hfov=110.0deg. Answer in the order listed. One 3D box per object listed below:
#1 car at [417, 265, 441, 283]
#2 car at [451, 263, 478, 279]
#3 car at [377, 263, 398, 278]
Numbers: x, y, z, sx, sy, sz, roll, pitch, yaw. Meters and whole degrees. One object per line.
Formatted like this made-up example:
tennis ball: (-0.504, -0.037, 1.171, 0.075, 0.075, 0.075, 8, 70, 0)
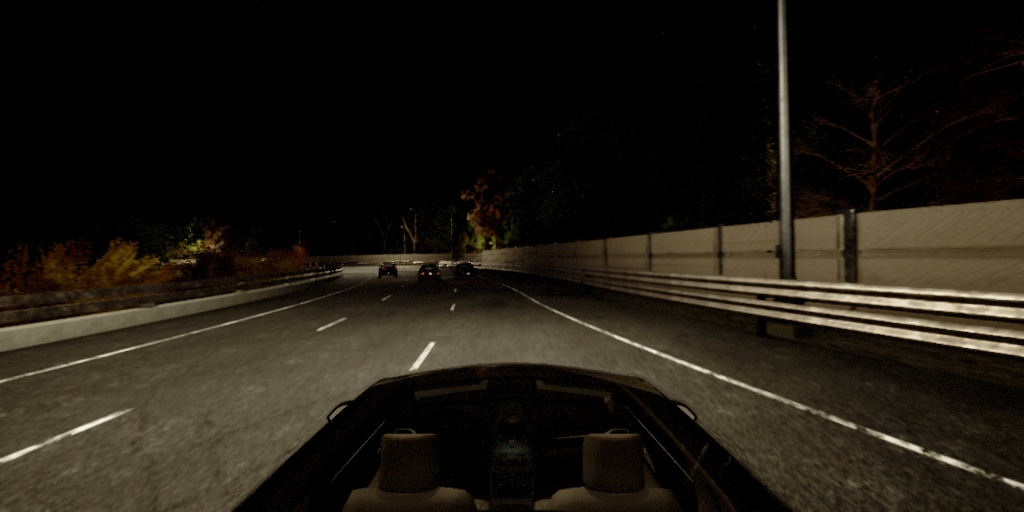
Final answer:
car: (-7.069, 1.465, 30.611, 2.033, 1.411, 5.357, -1, 0, -15)
car: (-4.557, 1.407, 34.337, 1.812, 1.442, 4.674, -1, 0, -17)
car: (-13.388, 1.529, 38.617, 2.128, 1.511, 4.902, -1, 0, -21)
